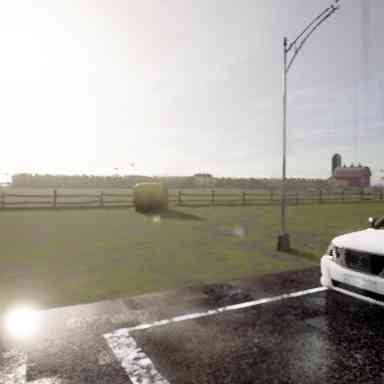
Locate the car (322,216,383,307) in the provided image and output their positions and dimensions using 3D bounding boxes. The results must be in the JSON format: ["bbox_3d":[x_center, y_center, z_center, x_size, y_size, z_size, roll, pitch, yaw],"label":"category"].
[{"bbox_3d":[5.224,1.137,6.740,5.566,2.045,2.150,0,1,-27],"label":"car"}]
